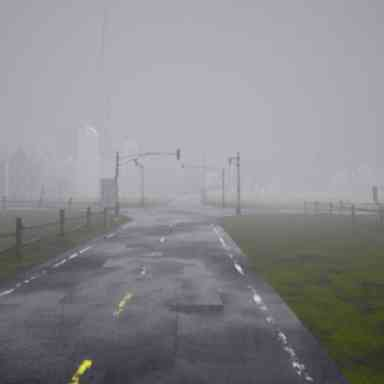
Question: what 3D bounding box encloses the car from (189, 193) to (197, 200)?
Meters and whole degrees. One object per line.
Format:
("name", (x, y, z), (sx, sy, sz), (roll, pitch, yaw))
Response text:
("car", (0.247, 1.439, 91.133), (2.128, 1.511, 4.902), (0, 0, 0))
